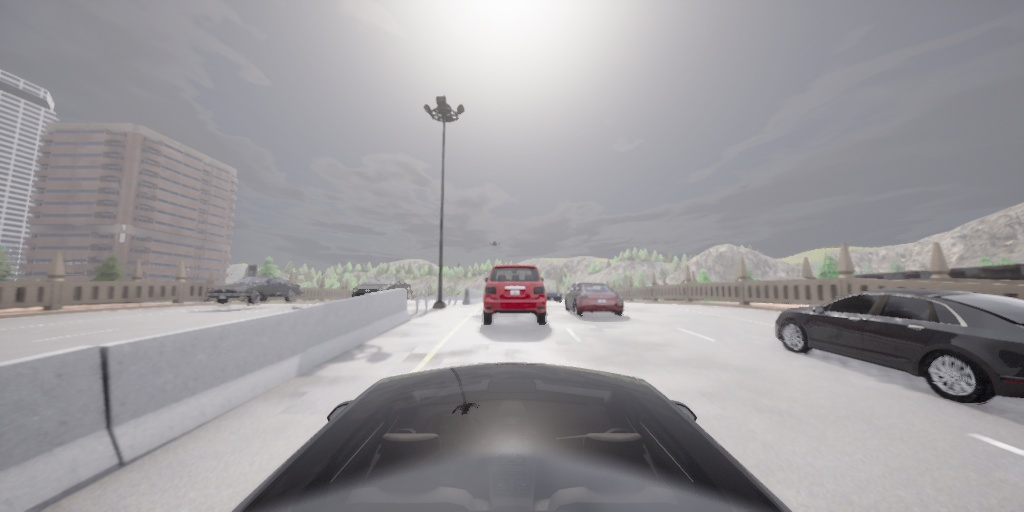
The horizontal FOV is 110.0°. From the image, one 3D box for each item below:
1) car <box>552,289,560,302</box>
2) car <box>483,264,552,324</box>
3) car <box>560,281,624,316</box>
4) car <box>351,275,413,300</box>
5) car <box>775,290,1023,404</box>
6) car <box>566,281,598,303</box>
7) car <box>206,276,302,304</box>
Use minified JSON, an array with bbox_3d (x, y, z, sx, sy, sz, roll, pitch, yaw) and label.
[{"bbox_3d":[3.580,3.801,34.331,1.895,1.301,4.718,0,-7,0],"label":"car"},{"bbox_3d":[0.092,1.409,14.004,2.150,2.045,5.566,0,-4,0],"label":"car"},{"bbox_3d":[3.591,1.906,16.312,1.994,1.385,4.181,0,-4,0],"label":"car"},{"bbox_3d":[-7.012,1.788,20.047,2.033,1.411,5.357,0,-5,0],"label":"car"},{"bbox_3d":[7.097,1.349,6.452,1.837,1.490,4.892,0,-2,0],"label":"car"},{"bbox_3d":[7.078,3.710,36.824,2.150,2.045,5.566,0,-7,0],"label":"car"},{"bbox_3d":[-14.012,1.826,20.038,2.033,1.411,5.357,0,-5,0],"label":"car"}]
